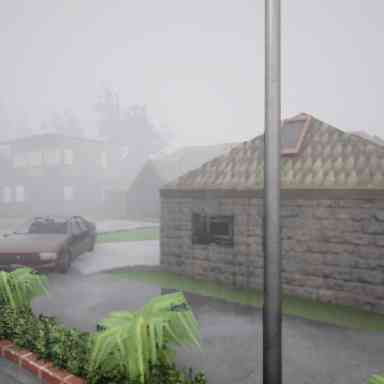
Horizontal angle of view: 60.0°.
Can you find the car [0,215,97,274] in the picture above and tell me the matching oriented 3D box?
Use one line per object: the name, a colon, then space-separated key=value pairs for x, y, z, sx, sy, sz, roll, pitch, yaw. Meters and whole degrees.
car: x=-4.322 y=1.449 z=10.407 sx=2.033 sy=1.415 sz=5.357 roll=0 pitch=0 yaw=-4
